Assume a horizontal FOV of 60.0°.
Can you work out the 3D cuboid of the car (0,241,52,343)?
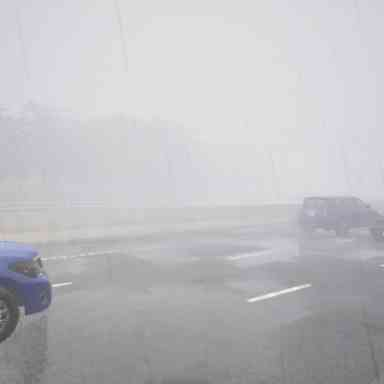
[{"bbox_3d":[-4.955,1.220,4.509,5.566,2.045,2.150,0,0,-36],"label":"car"}]

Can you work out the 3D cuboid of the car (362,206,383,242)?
[{"bbox_3d":[10.044,1.507,15.188,4.892,1.490,1.837,0,0,-35],"label":"car"}]

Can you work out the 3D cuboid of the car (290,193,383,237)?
[{"bbox_3d":[8.123,1.224,18.116,5.566,2.045,2.150,0,0,-35],"label":"car"}]
